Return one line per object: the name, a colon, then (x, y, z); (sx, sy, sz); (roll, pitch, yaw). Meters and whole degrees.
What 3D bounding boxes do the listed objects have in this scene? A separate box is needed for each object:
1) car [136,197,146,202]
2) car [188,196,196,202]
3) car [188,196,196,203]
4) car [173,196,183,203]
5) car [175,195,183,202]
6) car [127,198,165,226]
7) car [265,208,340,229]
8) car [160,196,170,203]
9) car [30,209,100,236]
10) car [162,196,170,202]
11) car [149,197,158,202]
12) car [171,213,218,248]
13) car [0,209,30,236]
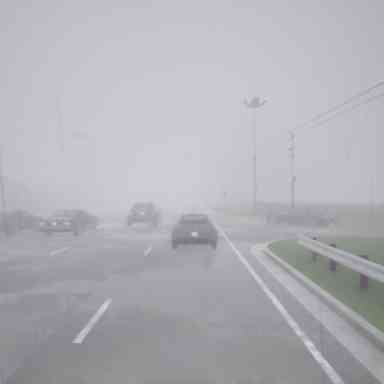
car: (-13.996, 1.987, 91.399); (1.994, 1.385, 4.181); (0, 0, 0)
car: (0.004, 1.913, 91.399); (1.882, 1.535, 5.008); (0, 0, 0)
car: (0.003, 2.082, 81.395); (1.994, 1.385, 4.181); (0, 0, 0)
car: (-3.497, 1.874, 81.461); (2.097, 1.767, 4.553); (0, 0, 0)
car: (-3.496, 1.790, 91.370); (2.097, 1.767, 4.553); (0, 0, 0)
car: (-3.400, 1.514, 24.653); (2.097, 1.767, 4.553); (0, 0, 0)
car: (7.360, 1.752, 22.750); (1.895, 1.301, 4.718); (0, 0, -43)
car: (-6.997, 1.876, 81.505); (2.097, 1.767, 4.553); (0, 0, 0)
car: (-6.899, 1.675, 19.182); (2.033, 1.411, 5.357); (0, 0, 0)
car: (-6.996, 1.935, 91.399); (1.837, 1.490, 4.892); (0, 0, 0)
car: (-10.496, 2.030, 91.429); (1.895, 1.301, 4.718); (0, 0, 0)
car: (0.100, 1.665, 15.283); (1.994, 1.385, 4.181); (0, 0, 0)
car: (-10.401, 1.674, 19.088); (2.033, 1.411, 5.357); (0, 0, 0)
